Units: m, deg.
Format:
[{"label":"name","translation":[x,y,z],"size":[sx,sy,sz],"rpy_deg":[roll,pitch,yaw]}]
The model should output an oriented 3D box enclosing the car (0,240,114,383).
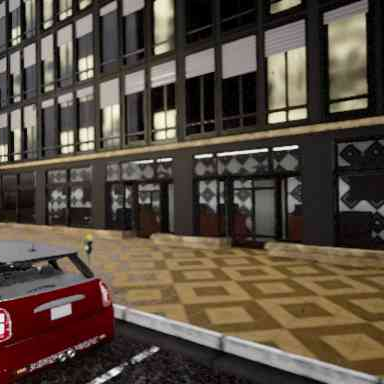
[{"label":"car","translation":[-3.149,1.471,5.125],"size":[4.097,1.590,1.967],"rpy_deg":[0,-1,35]}]
